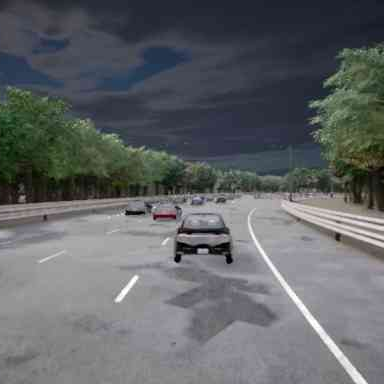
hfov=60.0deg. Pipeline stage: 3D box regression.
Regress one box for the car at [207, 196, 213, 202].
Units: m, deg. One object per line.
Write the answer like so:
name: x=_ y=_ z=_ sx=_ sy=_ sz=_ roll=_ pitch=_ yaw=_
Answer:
car: x=3.886 y=1.503 z=73.838 sx=1.895 sy=1.301 sz=4.718 roll=0 pitch=0 yaw=11

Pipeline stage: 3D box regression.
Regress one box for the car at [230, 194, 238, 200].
car: x=10.073 y=1.391 z=86.892 sx=2.128 sy=1.511 sz=4.902 roll=0 pitch=0 yaw=13

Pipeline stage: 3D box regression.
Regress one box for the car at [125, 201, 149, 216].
car: x=-5.139 y=1.563 z=32.879 sx=1.994 sy=1.385 sz=4.181 roll=0 pitch=0 yaw=5

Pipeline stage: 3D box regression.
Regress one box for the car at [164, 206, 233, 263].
car: x=0.425 y=1.494 z=12.041 sx=2.128 sy=1.511 sz=4.902 roll=0 pitch=0 yaw=3

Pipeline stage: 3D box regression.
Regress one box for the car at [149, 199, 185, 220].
car: x=-2.011 y=1.569 z=28.065 sx=1.994 sy=1.385 sz=4.181 roll=0 pitch=0 yaw=5

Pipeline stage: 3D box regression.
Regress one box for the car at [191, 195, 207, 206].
car: x=0.984 y=1.490 z=55.419 sx=1.812 sy=1.442 sz=4.674 roll=0 pitch=0 yaw=8

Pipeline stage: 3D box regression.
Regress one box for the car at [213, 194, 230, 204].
car: x=5.716 y=1.442 z=63.810 sx=1.837 sy=1.490 sz=4.892 roll=0 pitch=0 yaw=9

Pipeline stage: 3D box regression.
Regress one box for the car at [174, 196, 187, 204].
car: x=-2.063 y=1.432 z=59.007 sx=2.128 sy=1.511 sz=4.902 roll=0 pitch=0 yaw=9

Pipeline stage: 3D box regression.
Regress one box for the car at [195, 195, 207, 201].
car: x=2.289 y=1.419 z=83.915 sx=2.033 sy=1.411 sz=5.357 roll=0 pitch=0 yaw=12
